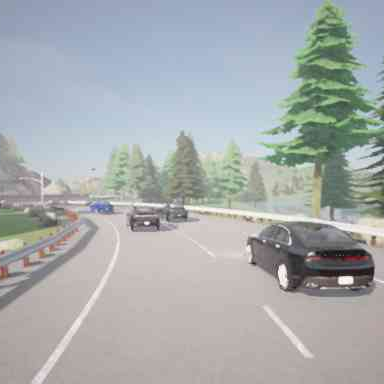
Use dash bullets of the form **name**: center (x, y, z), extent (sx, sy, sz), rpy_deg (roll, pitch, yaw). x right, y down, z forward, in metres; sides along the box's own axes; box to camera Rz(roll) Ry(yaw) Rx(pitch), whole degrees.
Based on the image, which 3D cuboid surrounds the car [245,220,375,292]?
- **car**: center (2.834, 1.539, 9.077), extent (1.837, 1.490, 4.892), rpy_deg (0, 0, -6)

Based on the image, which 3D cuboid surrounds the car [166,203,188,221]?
- **car**: center (-1.814, 1.663, 28.488), extent (2.128, 1.511, 4.902), rpy_deg (0, 0, -20)

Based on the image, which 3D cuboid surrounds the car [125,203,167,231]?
- **car**: center (-3.324, 1.636, 21.932), extent (2.128, 1.511, 4.902), rpy_deg (0, 0, -16)

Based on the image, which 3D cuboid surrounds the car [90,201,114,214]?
- **car**: center (-10.834, 1.767, 39.671), extent (1.882, 1.535, 5.008), rpy_deg (0, 0, -29)
